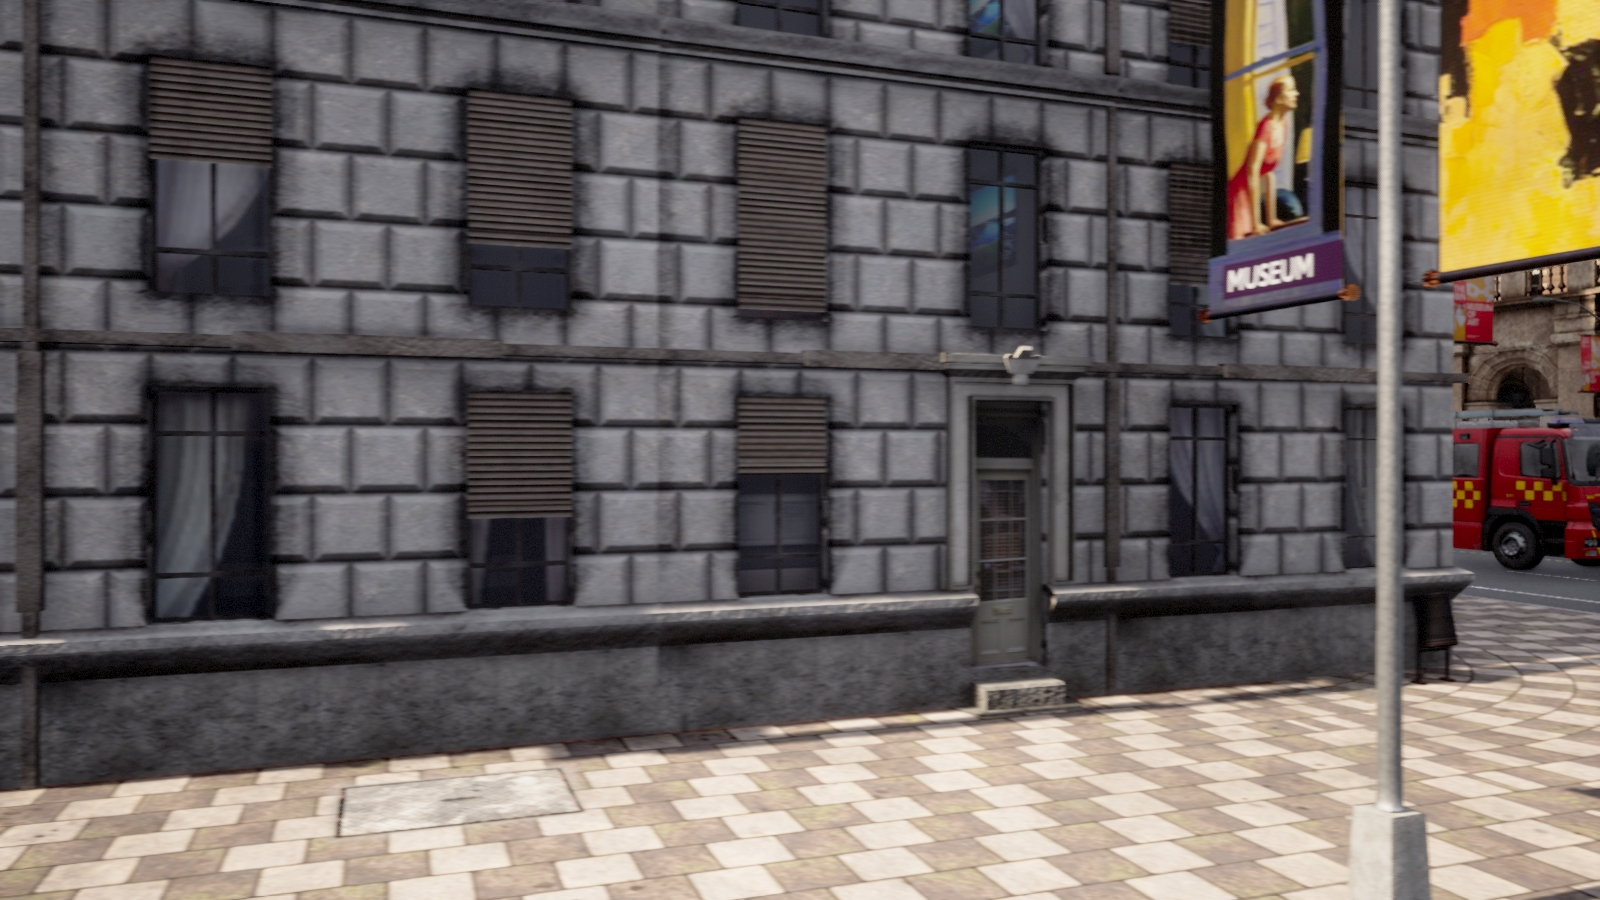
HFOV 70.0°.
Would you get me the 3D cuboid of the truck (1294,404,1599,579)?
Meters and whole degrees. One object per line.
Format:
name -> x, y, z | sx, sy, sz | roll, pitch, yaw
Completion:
truck -> 17.037, 0.909, 29.445 | 2.891, 3.827, 8.468 | 0, 0, -20
